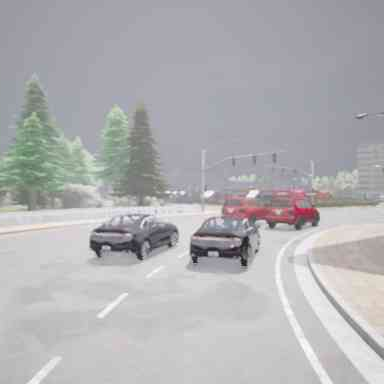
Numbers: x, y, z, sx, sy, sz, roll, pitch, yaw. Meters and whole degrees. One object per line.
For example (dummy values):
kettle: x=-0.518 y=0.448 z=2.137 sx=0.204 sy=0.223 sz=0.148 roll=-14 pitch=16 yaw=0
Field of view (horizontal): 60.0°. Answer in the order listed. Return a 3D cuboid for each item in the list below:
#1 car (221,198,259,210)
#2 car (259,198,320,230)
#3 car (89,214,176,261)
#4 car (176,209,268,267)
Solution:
car: x=4.341 y=1.469 z=25.421 sx=2.150 sy=2.045 sz=5.566 roll=0 pitch=-1 yaw=38
car: x=7.125 y=1.462 z=23.300 sx=2.150 sy=2.045 sz=5.566 roll=0 pitch=-1 yaw=38
car: x=-2.023 y=1.604 z=12.960 sx=2.128 sy=1.511 sz=4.902 roll=0 pitch=0 yaw=17
car: x=1.337 y=1.609 z=11.981 sx=2.128 sy=1.511 sz=4.902 roll=0 pitch=0 yaw=17
